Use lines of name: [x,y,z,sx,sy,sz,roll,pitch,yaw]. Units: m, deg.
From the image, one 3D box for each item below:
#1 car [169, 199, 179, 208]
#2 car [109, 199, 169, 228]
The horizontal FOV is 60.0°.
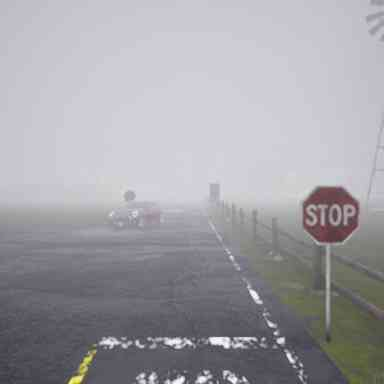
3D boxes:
car: [-2.844,1.592,46.515,1.895,1.301,4.718,0,0,0]
car: [-3.573,1.342,21.986,2.097,1.767,4.553,-1,0,18]
